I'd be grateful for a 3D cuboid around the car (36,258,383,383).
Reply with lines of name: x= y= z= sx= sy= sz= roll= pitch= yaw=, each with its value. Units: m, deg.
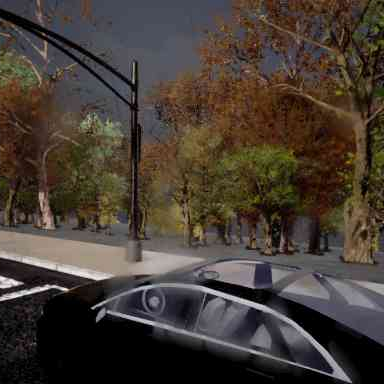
car: x=0.238 y=1.491 z=3.503 sx=4.902 sy=1.511 sz=2.128 roll=0 pitch=0 yaw=37
